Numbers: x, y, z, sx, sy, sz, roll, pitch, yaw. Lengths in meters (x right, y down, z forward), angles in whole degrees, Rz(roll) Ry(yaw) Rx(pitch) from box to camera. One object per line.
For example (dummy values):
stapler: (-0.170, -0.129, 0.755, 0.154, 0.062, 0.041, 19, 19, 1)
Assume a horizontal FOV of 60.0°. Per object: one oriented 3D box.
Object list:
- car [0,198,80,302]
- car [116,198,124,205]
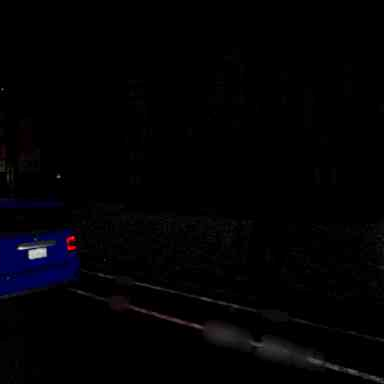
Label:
car: (-4.737, 1.157, 7.071, 5.566, 2.045, 2.150, -1, -1, 35)
car: (-9.508, 1.133, 51.500, 2.097, 1.767, 4.553, 0, 0, 36)
